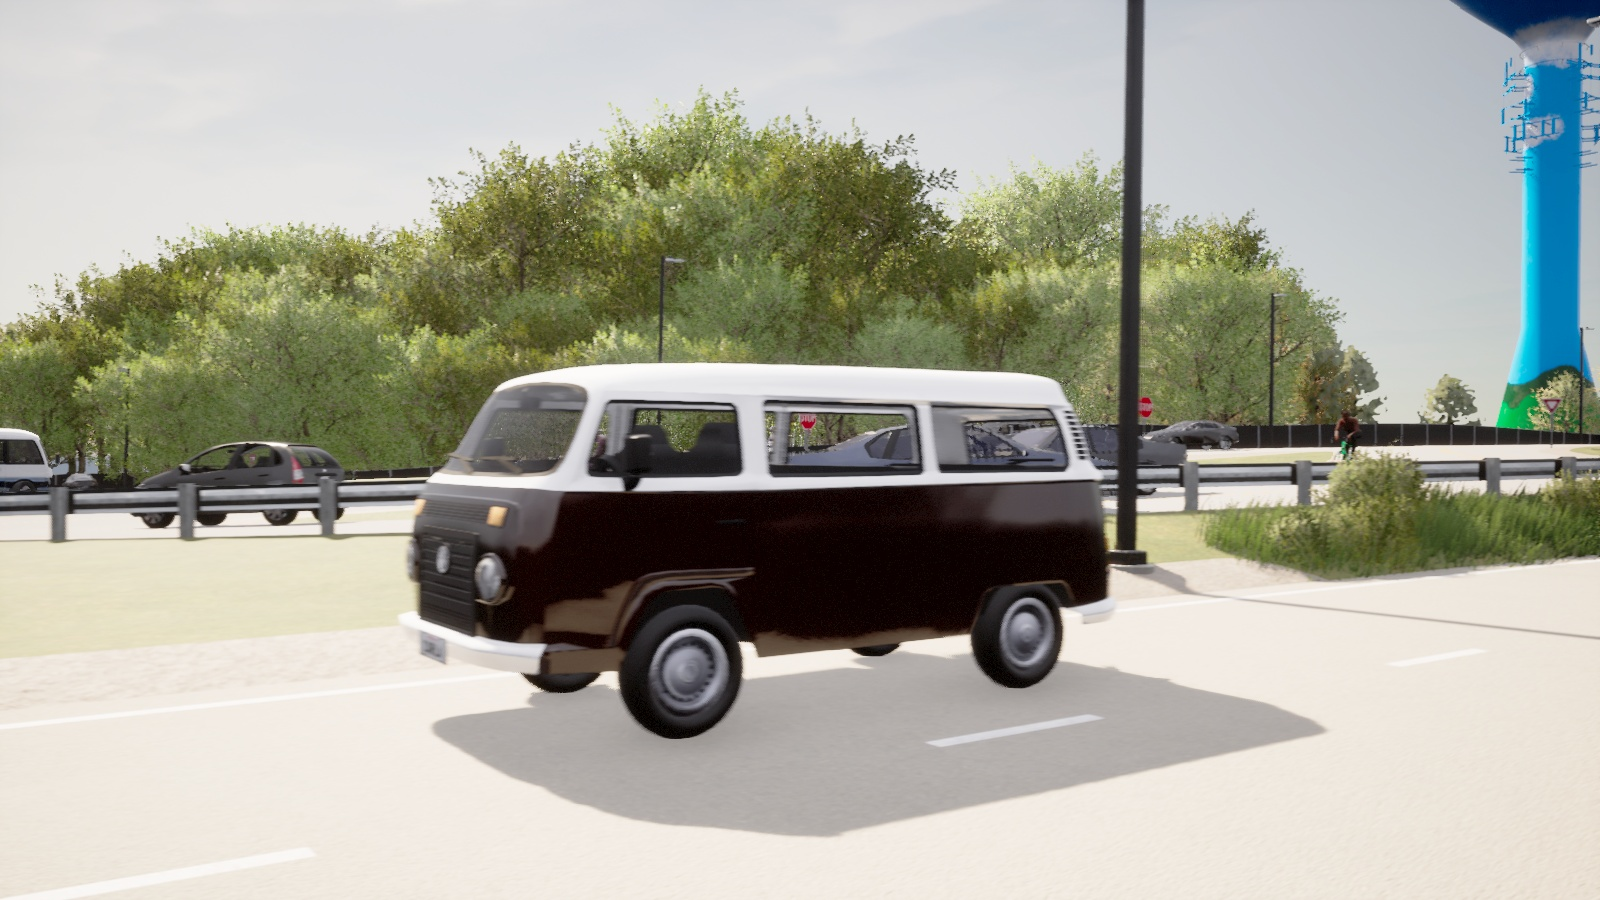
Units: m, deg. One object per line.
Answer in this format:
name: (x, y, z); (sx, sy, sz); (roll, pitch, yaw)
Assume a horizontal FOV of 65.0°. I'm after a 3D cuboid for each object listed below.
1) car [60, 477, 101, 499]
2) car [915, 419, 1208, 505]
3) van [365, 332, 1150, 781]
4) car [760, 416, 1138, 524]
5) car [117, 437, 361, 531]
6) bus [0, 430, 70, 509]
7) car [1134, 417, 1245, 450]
car: (-49.220, 2.587, 85.862); (1.812, 1.442, 4.674); (0, -1, -37)
car: (5.082, 0.208, 24.296); (5.357, 1.411, 2.033); (-2, 0, -25)
van: (-0.130, 0.483, 7.833); (4.480, 2.038, 2.069); (0, 0, -35)
car: (2.209, 0.278, 19.253); (5.357, 1.411, 2.033); (-2, 0, -10)
car: (-10.819, 0.666, 24.286); (3.988, 1.617, 1.851); (-2, -2, 14)
bus: (-46.786, 1.065, 69.699); (10.273, 4.253, 3.944); (0, 2, -41)
car: (19.254, -0.816, 62.106); (4.902, 1.511, 2.128); (-1, 1, -18)
